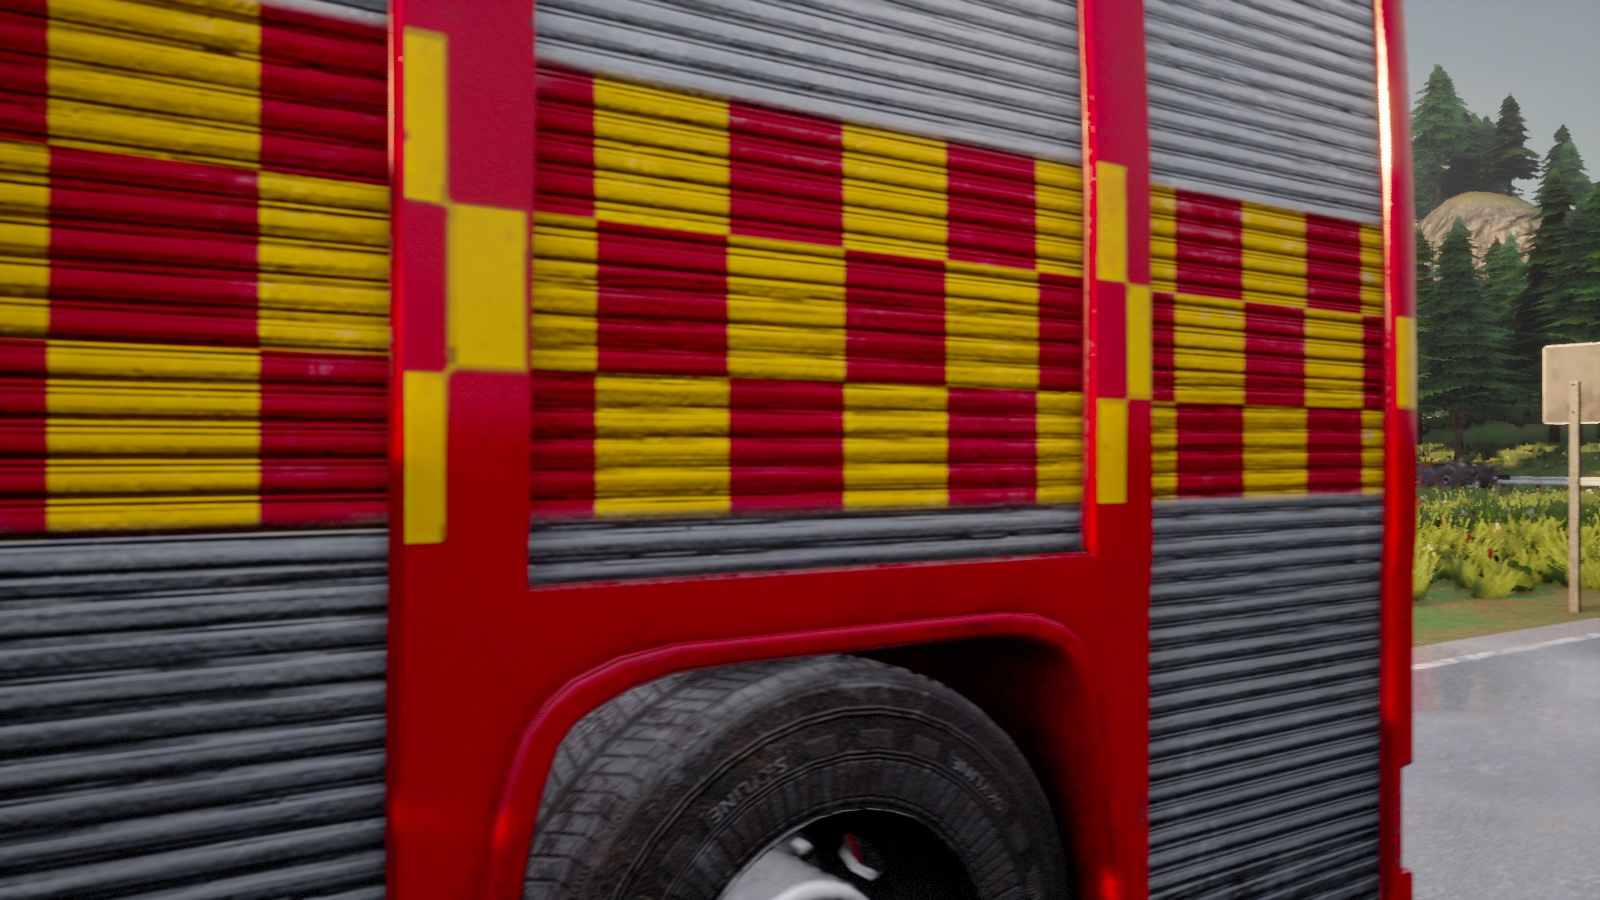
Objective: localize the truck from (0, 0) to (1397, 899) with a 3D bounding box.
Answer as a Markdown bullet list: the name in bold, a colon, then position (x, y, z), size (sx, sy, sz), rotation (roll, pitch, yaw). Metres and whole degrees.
- **truck**: position (-2.958, -0.410, 1.605), size (8.468, 3.827, 2.891), rotation (0, 0, -35)

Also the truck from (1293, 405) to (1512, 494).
- **truck**: position (25.277, -0.020, 53.111), size (2.891, 3.462, 7.936), rotation (0, 0, -35)
